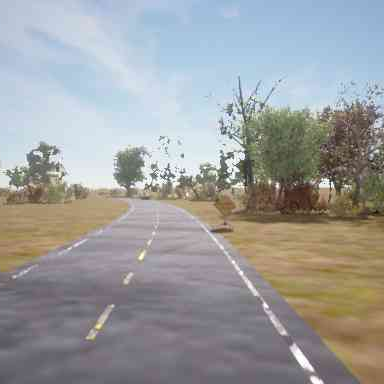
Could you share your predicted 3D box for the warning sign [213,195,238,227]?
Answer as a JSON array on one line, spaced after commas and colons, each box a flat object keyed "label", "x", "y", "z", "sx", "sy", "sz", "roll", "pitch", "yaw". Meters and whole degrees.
[{"label": "warning sign", "x": 1.984, "y": 1.098, "z": 19.898, "sx": 1.300, "sy": 1.860, "sz": 1.060, "roll": 0, "pitch": 0, "yaw": -4}]

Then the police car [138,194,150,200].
[{"label": "police car", "x": -12.520, "y": 1.444, "z": 89.129, "sx": 1.930, "sy": 1.638, "sz": 5.238, "roll": 0, "pitch": 0, "yaw": -17}]
